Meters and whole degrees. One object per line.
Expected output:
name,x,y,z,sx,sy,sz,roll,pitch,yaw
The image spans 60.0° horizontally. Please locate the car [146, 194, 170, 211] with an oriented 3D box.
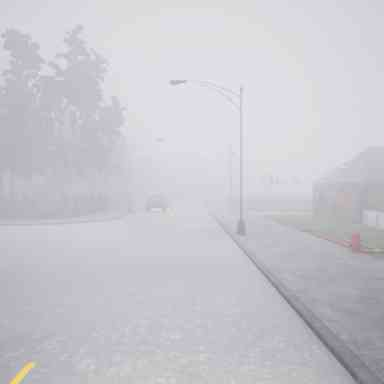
car,-4.227,1.208,40.326,2.150,2.045,5.566,0,0,0
